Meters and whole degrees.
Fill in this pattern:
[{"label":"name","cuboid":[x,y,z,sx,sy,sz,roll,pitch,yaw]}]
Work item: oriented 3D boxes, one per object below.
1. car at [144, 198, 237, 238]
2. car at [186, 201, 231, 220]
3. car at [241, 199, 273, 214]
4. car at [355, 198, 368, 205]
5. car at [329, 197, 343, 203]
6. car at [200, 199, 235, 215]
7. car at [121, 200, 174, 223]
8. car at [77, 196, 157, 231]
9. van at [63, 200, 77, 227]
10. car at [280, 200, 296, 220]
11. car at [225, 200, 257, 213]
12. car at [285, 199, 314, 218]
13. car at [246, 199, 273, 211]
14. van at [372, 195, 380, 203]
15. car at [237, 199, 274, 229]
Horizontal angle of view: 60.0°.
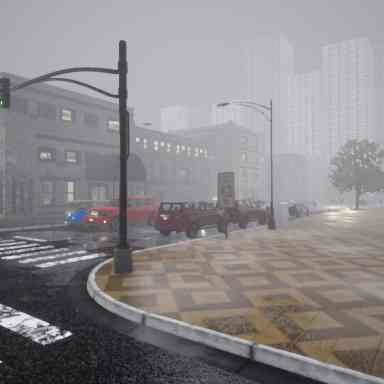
[{"label":"car","cuboid":[0.099,1.350,17.823,2.192,1.841,5.009,-1,-1,35]},{"label":"car","cuboid":[1.550,1.622,29.858,1.812,1.442,4.674,0,0,36]},{"label":"car","cuboid":[7.581,1.639,38.355,1.837,1.490,4.892,0,0,36]},{"label":"car","cuboid":[32.050,1.801,62.885,2.008,1.369,4.403,-1,-1,35]},{"label":"car","cuboid":[34.796,1.915,81.249,2.008,1.369,4.403,-1,-1,35]},{"label":"car","cuboid":[2.847,1.570,36.187,1.967,1.590,4.097,-1,-1,35]},{"label":"car","cuboid":[-3.543,1.531,27.173,1.967,1.590,4.097,-1,-1,35]},{"label":"car","cuboid":[-4.285,1.285,21.647,2.150,2.045,5.566,0,0,35]},{"label":"van","cuboid":[-6.738,1.414,22.668,1.690,1.788,3.998,-1,0,35]},{"label":"car","cuboid":[6.490,1.616,26.834,1.887,1.381,4.507,-1,-1,35]},{"label":"car","cuboid":[6.042,1.701,40.691,2.008,1.369,4.403,-1,-1,35]},{"label":"car","cuboid":[9.686,1.657,31.341,1.947,1.339,4.313,-1,-1,35]},{"label":"car","cuboid":[9.237,1.722,45.198,2.008,1.369,4.403,-1,-1,35]},{"label":"van","cuboid":[44.828,1.694,80.914,1.690,1.788,3.998,-1,-1,35]},{"label":"car","cuboid":[3.294,1.368,22.330,2.192,1.841,5.009,-1,-1,35]}]
